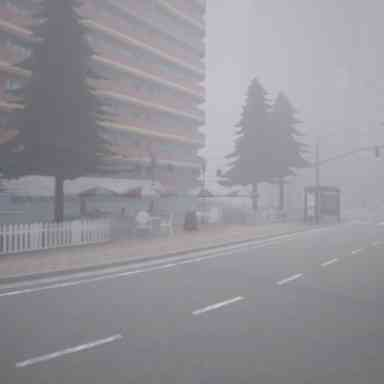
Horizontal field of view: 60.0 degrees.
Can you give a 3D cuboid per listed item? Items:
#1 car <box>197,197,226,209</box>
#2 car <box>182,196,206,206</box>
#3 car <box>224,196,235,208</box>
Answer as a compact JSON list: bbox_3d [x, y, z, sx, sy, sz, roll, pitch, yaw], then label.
[{"bbox_3d":[2.265,1.872,50.414,4.892,1.490,1.837,-1,-1,42],"label":"car"},{"bbox_3d":[0.314,1.792,66.205,4.553,1.767,2.097,0,0,42],"label":"car"},{"bbox_3d":[4.591,1.892,53.028,4.902,1.511,2.128,0,-1,42],"label":"car"}]
